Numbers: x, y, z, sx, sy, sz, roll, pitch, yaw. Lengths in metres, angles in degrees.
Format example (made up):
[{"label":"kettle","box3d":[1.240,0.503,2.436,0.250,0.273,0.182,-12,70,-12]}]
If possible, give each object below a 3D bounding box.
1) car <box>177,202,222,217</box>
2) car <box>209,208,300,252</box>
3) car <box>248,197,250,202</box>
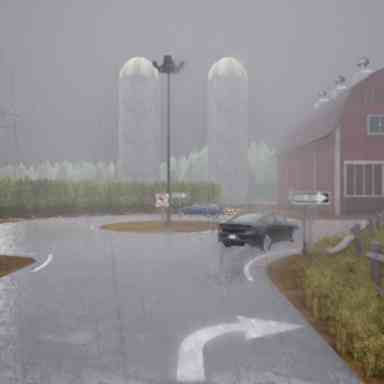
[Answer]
[{"label":"car","box3d":[0.783,1.734,33.174,4.674,1.442,1.812,0,-1,27]},{"label":"car","box3d":[3.099,1.579,14.679,1.882,1.535,5.008,-1,-1,39]},{"label":"car","box3d":[12.899,1.887,79.615,1.994,1.381,4.181,0,0,-1]}]
